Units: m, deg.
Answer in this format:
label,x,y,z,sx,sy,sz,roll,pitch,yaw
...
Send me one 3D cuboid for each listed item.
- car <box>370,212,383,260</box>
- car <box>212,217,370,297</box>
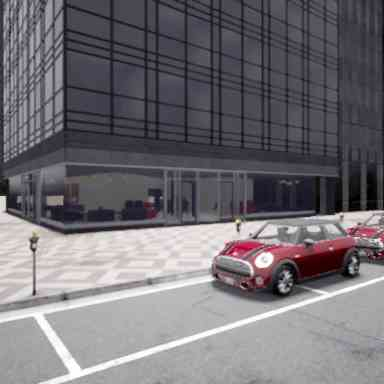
label,x,y,z,sx,sy,sz,roll,pitch,yaw
car,7.044,1.441,11.801,4.097,1.590,1.967,0,0,-36
car,2.456,1.439,8.524,4.097,1.590,1.967,0,0,-36
